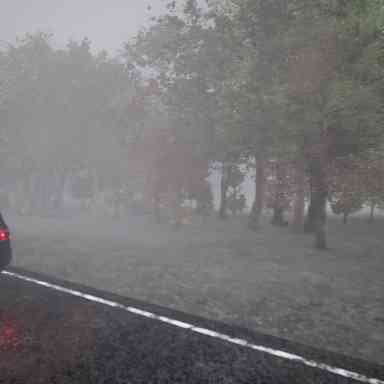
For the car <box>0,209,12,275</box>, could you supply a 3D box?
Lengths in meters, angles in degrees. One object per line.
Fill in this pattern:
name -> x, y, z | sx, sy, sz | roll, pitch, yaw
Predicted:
car -> -6.915, 1.140, 8.730 | 5.566, 2.045, 2.150 | 0, -2, 36
